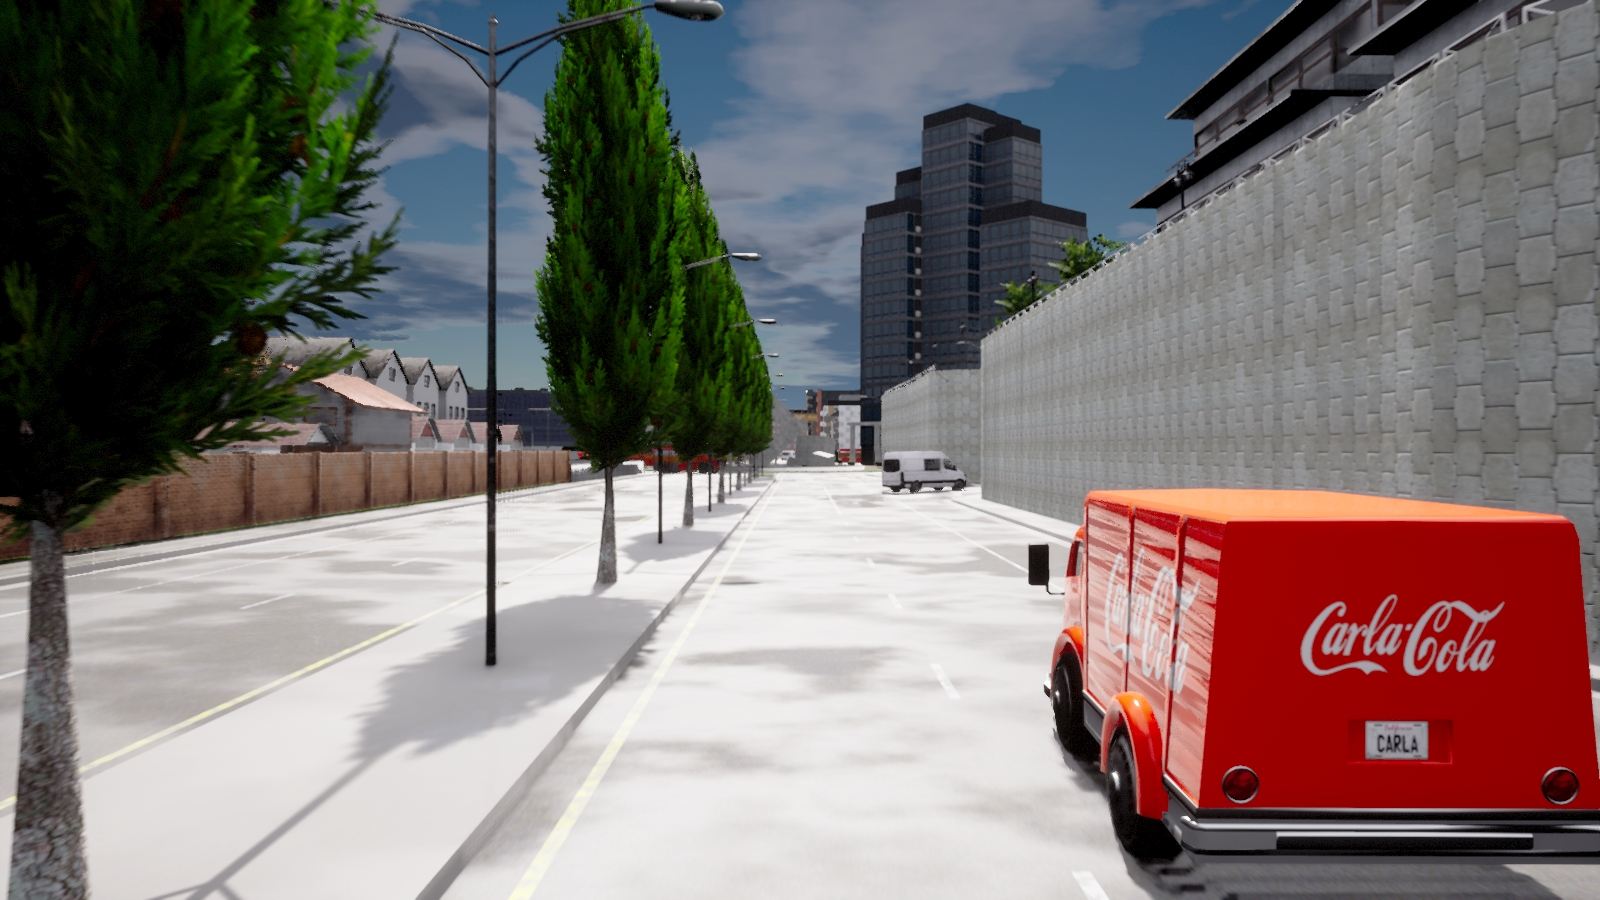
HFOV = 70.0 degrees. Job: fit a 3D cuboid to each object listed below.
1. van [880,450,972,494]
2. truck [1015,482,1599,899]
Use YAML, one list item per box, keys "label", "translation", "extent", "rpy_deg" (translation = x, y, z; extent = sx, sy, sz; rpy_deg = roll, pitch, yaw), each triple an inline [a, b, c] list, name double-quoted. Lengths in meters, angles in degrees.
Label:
- label: "van"
  translation: [7.983, 1.354, 72.160]
  extent: [5.915, 2.561, 1.988]
  rpy_deg: [-1, -1, -36]
- label: "truck"
  translation: [3.482, 1.560, 9.102]
  extent: [2.627, 2.467, 5.204]
  rpy_deg: [0, 0, 1]
